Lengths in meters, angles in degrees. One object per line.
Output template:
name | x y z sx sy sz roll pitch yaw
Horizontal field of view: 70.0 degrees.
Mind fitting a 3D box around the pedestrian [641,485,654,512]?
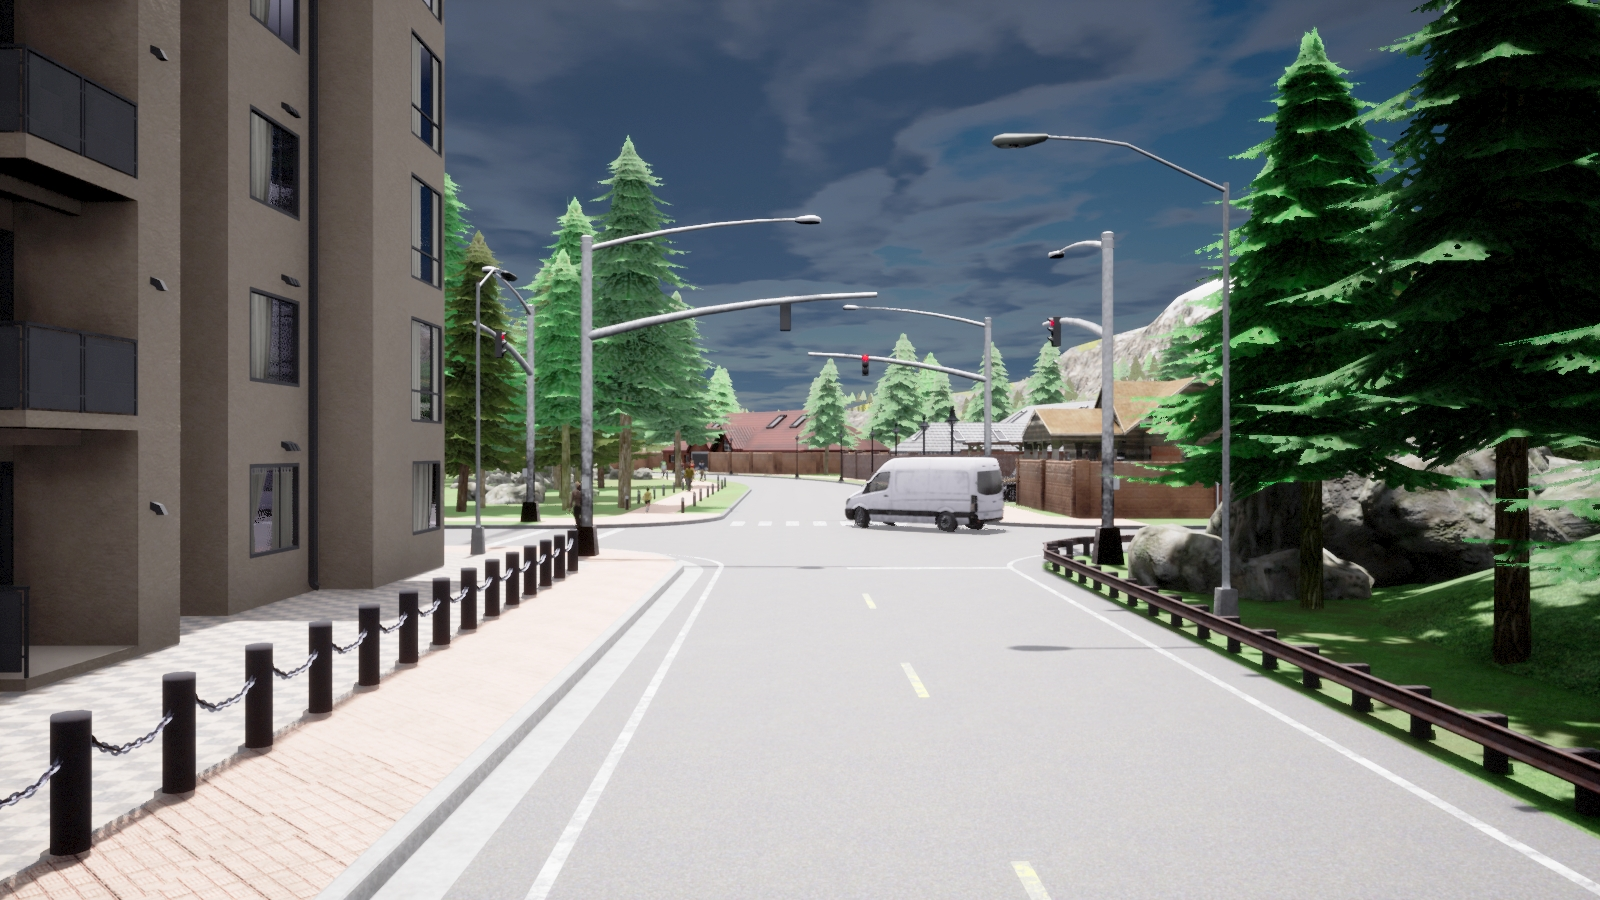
pedestrian | -6.496 2.073 48.804 0.500 1.100 0.500 0 0 -1

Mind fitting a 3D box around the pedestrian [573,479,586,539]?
pedestrian | -6.910 1.852 35.815 0.375 1.860 0.375 0 0 -5

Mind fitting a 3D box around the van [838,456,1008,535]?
van | 4.276 1.531 40.598 5.915 2.561 1.988 0 1 41

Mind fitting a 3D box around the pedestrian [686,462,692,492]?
pedestrian | -6.918 1.706 71.205 0.375 1.860 0.375 0 0 -1
